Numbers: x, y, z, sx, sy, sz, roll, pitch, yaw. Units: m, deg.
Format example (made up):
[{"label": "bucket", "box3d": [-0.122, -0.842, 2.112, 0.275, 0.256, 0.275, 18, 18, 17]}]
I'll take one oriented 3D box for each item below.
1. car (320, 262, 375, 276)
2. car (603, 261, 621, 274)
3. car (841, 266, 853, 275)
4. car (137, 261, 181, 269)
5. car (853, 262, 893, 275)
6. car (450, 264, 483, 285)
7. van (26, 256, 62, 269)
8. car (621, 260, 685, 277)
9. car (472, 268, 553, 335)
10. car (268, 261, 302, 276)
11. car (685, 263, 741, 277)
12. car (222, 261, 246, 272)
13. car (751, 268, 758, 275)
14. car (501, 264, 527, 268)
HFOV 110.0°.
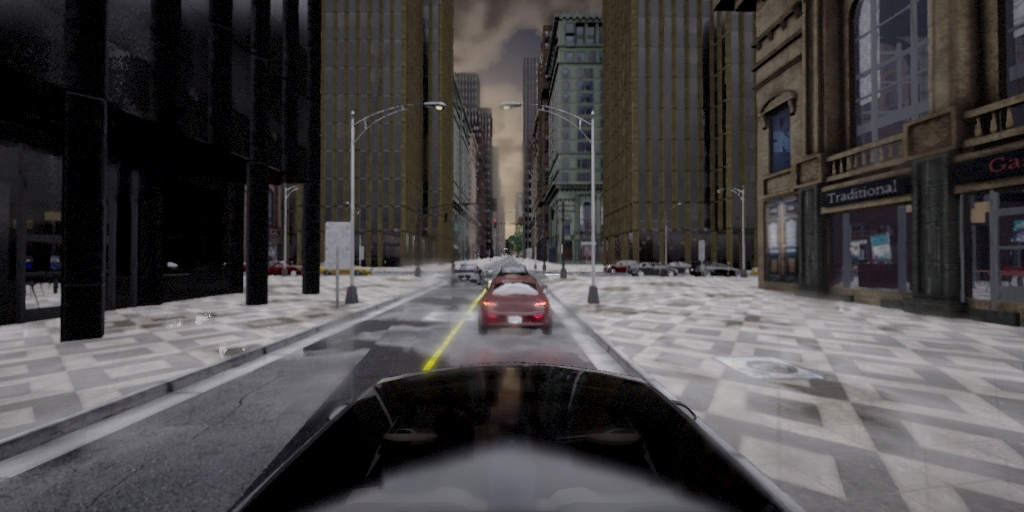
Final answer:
[{"label": "car", "box3d": [-14.616, 1.100, 31.440, 4.829, 1.417, 1.751, 0, 0, 0]}, {"label": "car", "box3d": [12.298, 1.201, 40.076, 4.097, 1.591, 1.967, 0, 0, 0]}, {"label": "car", "box3d": [34.973, 1.449, 40.170, 4.207, 1.307, 1.802, 0, 0, 0]}, {"label": "car", "box3d": [-30.685, 1.109, 31.373, 4.313, 1.339, 1.948, 0, 0, 0]}, {"label": "car", "box3d": [40.640, 1.342, 40.194, 4.097, 1.591, 1.967, 0, 0, 0]}, {"label": "car", "box3d": [-3.019, 1.258, 24.760, 1.994, 1.385, 4.181, 0, 0, 0]}, {"label": "van", "box3d": [-41.286, 0.869, 31.329, 3.998, 1.789, 1.690, 0, 0, 0]}, {"label": "car", "box3d": [12.304, 1.207, 31.552, 4.403, 1.370, 2.007, 0, 0, 0]}, {"label": "car", "box3d": [0.085, 1.253, 10.297, 1.812, 1.442, 4.674, 0, 0, 0]}, {"label": "car", "box3d": [-20.085, 1.108, 31.417, 4.507, 1.381, 1.888, 0, 0, 0]}, {"label": "car", "box3d": [17.974, 1.243, 31.575, 4.313, 1.339, 1.948, 0, 0, 0]}, {"label": "car", "box3d": [-30.990, 1.192, 39.896, 4.507, 1.381, 1.888, 0, 0, 0]}, {"label": "car", "box3d": [23.811, 1.227, 31.599, 4.829, 1.417, 1.751, 0, 0, 0]}, {"label": "car", "box3d": [0.085, 1.195, 19.550, 2.128, 1.511, 4.902, 0, 0, 0]}]
